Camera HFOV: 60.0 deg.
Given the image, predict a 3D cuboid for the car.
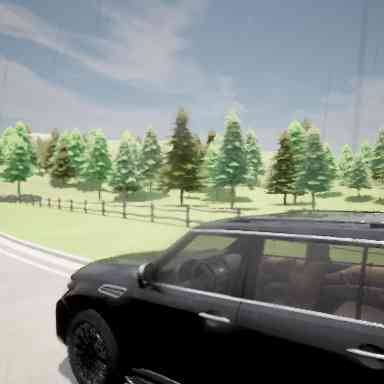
[{"bbox_3d":[0.893,1.219,3.444,5.566,2.045,2.150,0,0,37],"label":"car"}]
